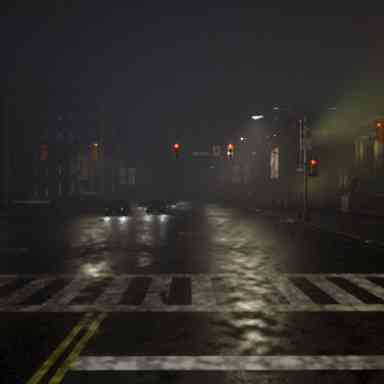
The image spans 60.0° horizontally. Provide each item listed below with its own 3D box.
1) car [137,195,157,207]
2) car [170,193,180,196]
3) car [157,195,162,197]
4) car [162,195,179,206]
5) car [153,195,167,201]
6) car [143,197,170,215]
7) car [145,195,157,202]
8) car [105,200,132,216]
[{"bbox_3d":[-7.186,1.577,51.545,2.033,1.411,5.357,0,0,0],"label":"car"},{"bbox_3d":[-3.827,1.267,71.343,2.150,2.045,5.566,0,0,-3],"label":"car"},{"bbox_3d":[-7.182,1.641,68.972,1.895,1.301,4.718,0,0,0],"label":"car"},{"bbox_3d":[-3.687,1.597,57.128,1.994,1.385,4.181,0,0,0],"label":"car"},{"bbox_3d":[-8.356,1.566,86.212,1.812,1.442,4.674,0,0,-29],"label":"car"},{"bbox_3d":[-3.648,1.546,34.743,1.812,1.442,4.674,0,0,0],"label":"car"},{"bbox_3d":[-10.031,1.546,81.660,1.837,1.490,4.892,0,0,-21],"label":"car"},{"bbox_3d":[-7.154,1.545,32.715,1.812,1.442,4.674,0,0,0],"label":"car"}]
